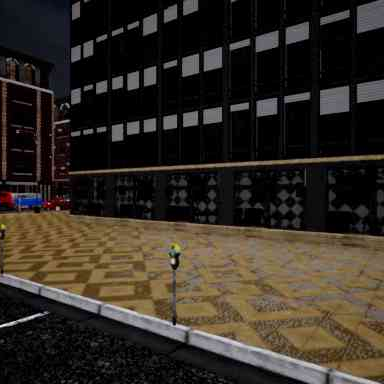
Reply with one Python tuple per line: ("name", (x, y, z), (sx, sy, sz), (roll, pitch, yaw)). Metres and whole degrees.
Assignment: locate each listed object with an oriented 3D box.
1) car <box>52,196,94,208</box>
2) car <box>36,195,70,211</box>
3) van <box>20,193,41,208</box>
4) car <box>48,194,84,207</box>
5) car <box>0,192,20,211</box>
("car", (-15.061, 1.252, 42.322), (1.895, 1.301, 4.718), (0, 1, 35))
("car", (-13.495, 1.269, 35.083), (1.887, 1.381, 4.507), (1, 1, 35))
("van", (-19.972, 1.050, 39.566), (1.690, 1.788, 3.998), (1, 1, 35))
("car", (-16.737, 1.079, 44.207), (1.967, 1.590, 4.097), (1, 1, 35))
("car", (-21.029, 1.002, 33.749), (2.150, 2.045, 5.566), (0, 1, 35))
